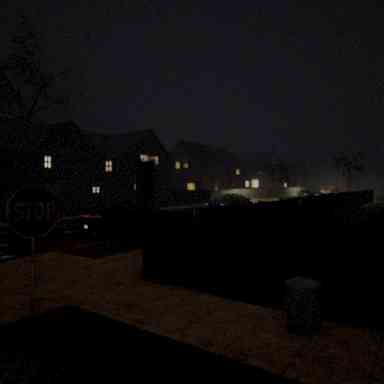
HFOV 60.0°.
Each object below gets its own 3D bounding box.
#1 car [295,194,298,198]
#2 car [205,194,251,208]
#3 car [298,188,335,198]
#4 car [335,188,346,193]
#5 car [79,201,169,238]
[{"bbox_3d":[15.624,0.344,45.245,1.812,1.442,4.674,0,1,37],"label":"car"},{"bbox_3d":[3.276,0.855,28.953,2.033,1.411,5.357,0,2,37],"label":"car"},{"bbox_3d":[14.920,0.427,39.657,2.128,1.511,4.902,0,1,38],"label":"car"},{"bbox_3d":[21.149,0.203,48.015,1.837,1.490,4.892,0,1,37],"label":"car"},{"bbox_3d":[-2.992,1.171,15.860,2.128,1.511,4.902,0,2,37],"label":"car"}]
